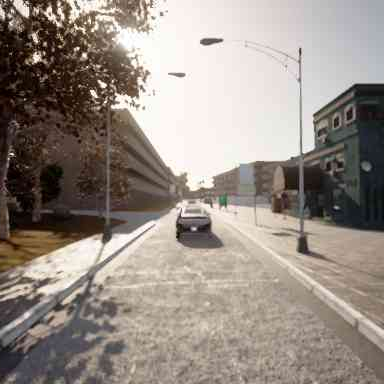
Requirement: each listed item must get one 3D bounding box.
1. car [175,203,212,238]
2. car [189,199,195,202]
[{"bbox_3d":[0.097,1.592,18.387,2.128,1.511,4.902,0,-1,0],"label":"car"},{"bbox_3d":[-0.016,2.702,88.222,1.994,1.385,4.181,0,-1,0],"label":"car"}]
